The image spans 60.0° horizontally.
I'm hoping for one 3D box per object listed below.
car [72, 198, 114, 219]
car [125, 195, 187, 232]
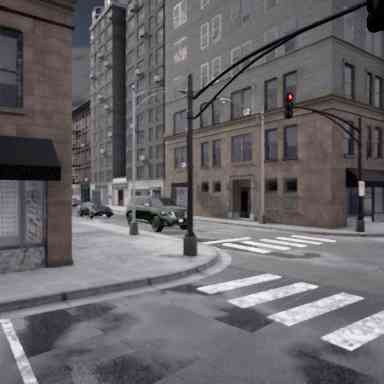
[{"bbox_3d":[-8.840,1.553,29.966,2.033,1.411,5.357,0,0,-35],"label":"car"},{"bbox_3d":[-2.219,1.237,20.725,2.150,2.045,5.566,0,0,-36],"label":"car"}]
